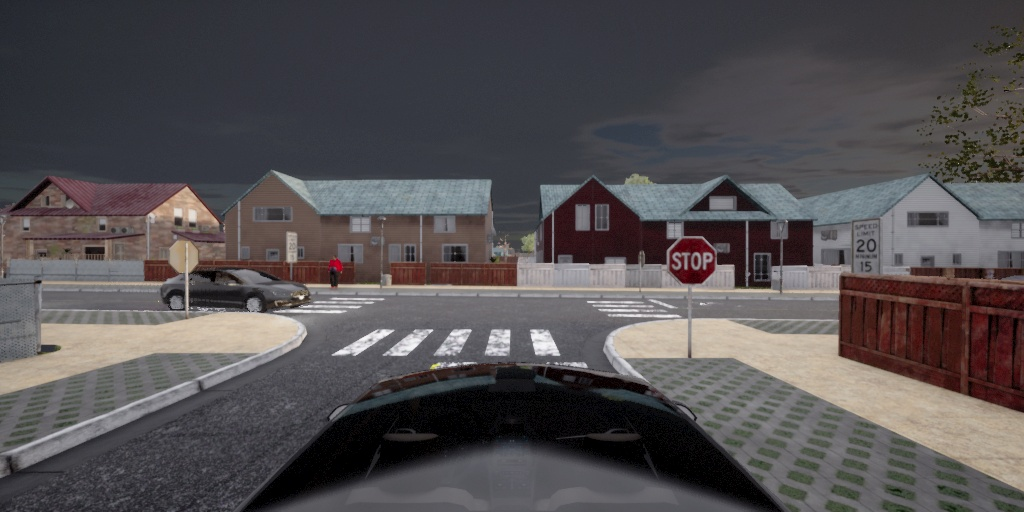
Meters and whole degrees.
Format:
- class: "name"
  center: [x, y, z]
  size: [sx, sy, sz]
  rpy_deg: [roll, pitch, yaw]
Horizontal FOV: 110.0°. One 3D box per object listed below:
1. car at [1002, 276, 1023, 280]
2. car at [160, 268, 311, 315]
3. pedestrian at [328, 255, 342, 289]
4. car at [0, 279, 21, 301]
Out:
- class: "car"
  center: [19.271, 1.444, 12.514]
  size: [4.902, 1.511, 2.128]
  rpy_deg: [1, 0, 1]
- class: "car"
  center: [-9.679, 1.173, 12.683]
  size: [4.892, 1.490, 1.837]
  rpy_deg: [1, 0, 7]
- class: "pedestrian"
  center: [-9.399, 0.803, 18.949]
  size: [0.375, 1.860, 0.375]
  rpy_deg: [0, 0, 1]
- class: "car"
  center: [-21.805, 1.092, 13.336]
  size: [5.357, 1.411, 2.033]
  rpy_deg: [1, 0, 1]
